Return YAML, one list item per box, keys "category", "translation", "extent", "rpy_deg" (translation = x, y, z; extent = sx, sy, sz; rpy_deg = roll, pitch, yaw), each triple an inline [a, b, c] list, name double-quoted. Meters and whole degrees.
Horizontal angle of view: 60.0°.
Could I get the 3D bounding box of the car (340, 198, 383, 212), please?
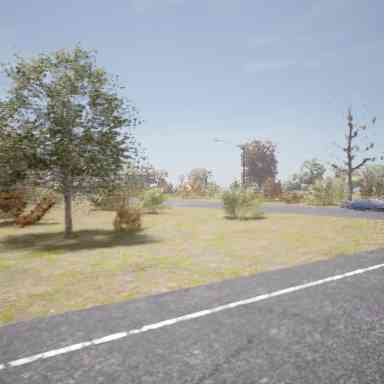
- category: "car"
  translation: [19.596, 1.431, 37.326]
  extent: [2.033, 1.411, 5.357]
  rpy_deg: [0, 0, -37]
